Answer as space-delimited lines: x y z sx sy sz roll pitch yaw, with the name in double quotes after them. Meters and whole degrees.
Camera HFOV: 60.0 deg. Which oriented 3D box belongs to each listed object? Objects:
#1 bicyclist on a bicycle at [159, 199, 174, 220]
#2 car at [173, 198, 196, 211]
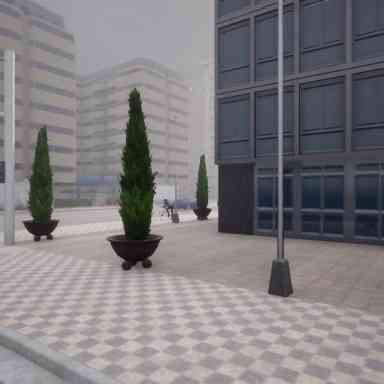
-1.935 1.356 25.837 1.656 1.620 0.582 0 0 35 "bicyclist on a bicycle"
-0.334 1.533 42.460 1.882 1.535 5.008 0 0 35 "car"
